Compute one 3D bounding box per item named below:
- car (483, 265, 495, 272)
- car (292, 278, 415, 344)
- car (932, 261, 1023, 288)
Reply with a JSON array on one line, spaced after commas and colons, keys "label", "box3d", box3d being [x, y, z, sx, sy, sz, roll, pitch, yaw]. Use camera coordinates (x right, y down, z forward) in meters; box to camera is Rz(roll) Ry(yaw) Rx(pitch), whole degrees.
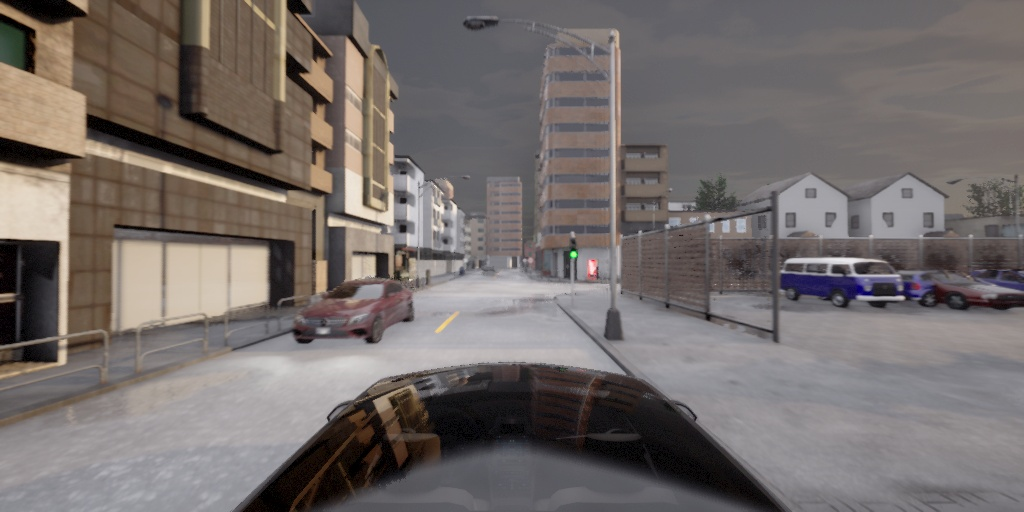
[{"label": "car", "box3d": [-3.963, 2.136, 62.588, 1.895, 1.301, 4.718, 0, -1, 1]}, {"label": "car", "box3d": [-4.071, 1.384, 10.068, 1.812, 1.442, 4.674, 0, -1, 0]}, {"label": "car", "box3d": [39.227, 1.336, 29.848, 5.566, 2.045, 2.150, 0, -1, 1]}]
